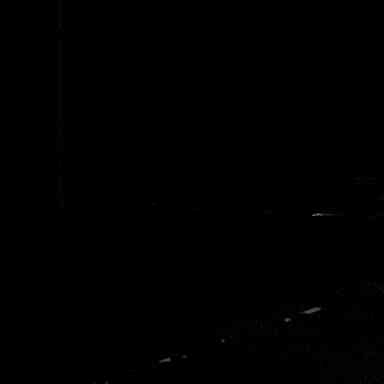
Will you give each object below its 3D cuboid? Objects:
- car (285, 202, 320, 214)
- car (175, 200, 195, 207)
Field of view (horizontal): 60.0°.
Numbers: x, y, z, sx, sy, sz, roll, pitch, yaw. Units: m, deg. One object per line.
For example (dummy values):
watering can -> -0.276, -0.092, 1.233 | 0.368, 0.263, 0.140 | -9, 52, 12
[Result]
car -> 13.815, 2.014, 41.694 | 1.994, 1.385, 4.181 | -2, 0, -36
car -> -1.320, 2.247, 62.972 | 1.895, 1.301, 4.718 | -2, 1, -35
